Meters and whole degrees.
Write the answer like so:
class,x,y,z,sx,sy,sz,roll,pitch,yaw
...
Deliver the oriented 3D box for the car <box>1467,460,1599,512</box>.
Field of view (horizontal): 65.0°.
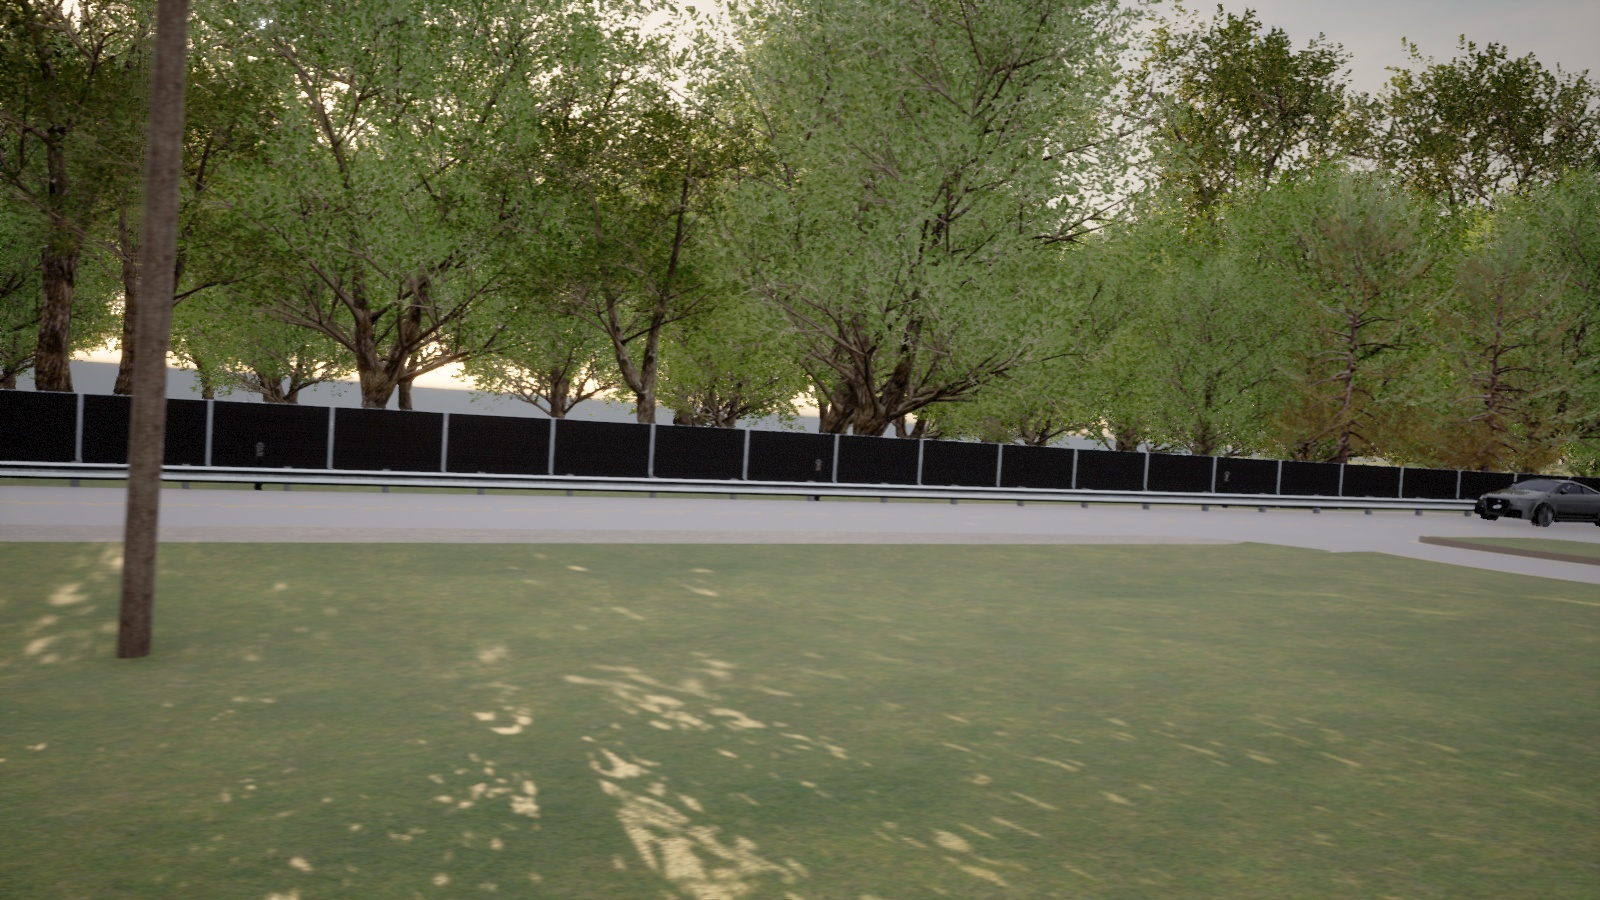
class,x,y,z,sx,sy,sz,roll,pitch,yaw
car,22.618,1.077,37.988,4.181,1.385,1.994,1,2,-20
